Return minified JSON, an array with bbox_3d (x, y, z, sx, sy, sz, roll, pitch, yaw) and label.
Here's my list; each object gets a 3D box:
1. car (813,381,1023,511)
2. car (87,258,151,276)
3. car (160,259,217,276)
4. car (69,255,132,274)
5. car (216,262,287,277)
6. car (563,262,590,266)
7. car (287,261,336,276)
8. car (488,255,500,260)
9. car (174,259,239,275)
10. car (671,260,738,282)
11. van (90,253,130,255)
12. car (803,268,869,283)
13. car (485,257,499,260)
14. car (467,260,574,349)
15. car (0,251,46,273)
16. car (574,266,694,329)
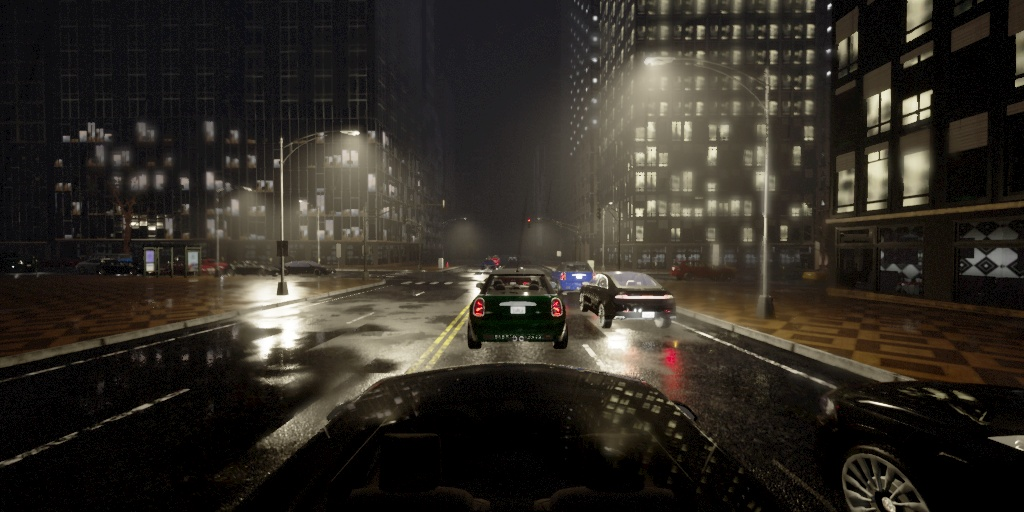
[{"bbox_3d":[3.344,1.242,0.881,2.128,1.511,4.902,0,0,0],"label":"car"},{"bbox_3d":[-34.054,1.068,31.667,4.313,1.339,1.948,0,0,1],"label":"car"},{"bbox_3d":[-28.374,1.137,31.486,4.207,1.307,1.802,0,0,1],"label":"car"},{"bbox_3d":[-38.922,0.940,34.410,4.674,1.442,1.812,1,1,2],"label":"car"},{"bbox_3d":[-22.690,1.172,31.345,4.313,1.339,1.948,0,0,1],"label":"car"},{"bbox_3d":[3.376,1.091,20.115,2.097,1.767,4.553,0,0,0],"label":"car"},{"bbox_3d":[-19.662,1.137,33.972,5.357,1.411,2.033,0,1,0],"label":"car"},{"bbox_3d":[-3.246,0.923,61.025,2.150,2.045,5.566,0,0,0],"label":"car"},{"bbox_3d":[-29.069,1.030,34.190,4.674,1.442,1.812,1,1,1],"label":"car"},{"bbox_3d":[16.234,1.268,30.763,5.009,1.841,2.192,0,0,1],"label":"car"},{"bbox_3d":[-45.233,0.603,40.344,3.998,1.789,1.690,0,0,1],"label":"van"},{"bbox_3d":[27.682,1.577,30.550,4.829,1.417,1.751,0,0,1],"label":"car"},{"bbox_3d":[-3.277,1.239,50.801,1.812,1.442,4.674,0,0,0],"label":"car"},{"bbox_3d":[0.111,1.098,9.300,2.097,1.767,4.553,0,0,0],"label":"car"},{"bbox_3d":[-49.577,0.537,34.683,5.566,2.045,2.150,1,1,-1],"label":"car"},{"bbox_3d":[3.364,1.237,11.273,2.128,1.511,4.902,0,0,0],"label":"car"}]
